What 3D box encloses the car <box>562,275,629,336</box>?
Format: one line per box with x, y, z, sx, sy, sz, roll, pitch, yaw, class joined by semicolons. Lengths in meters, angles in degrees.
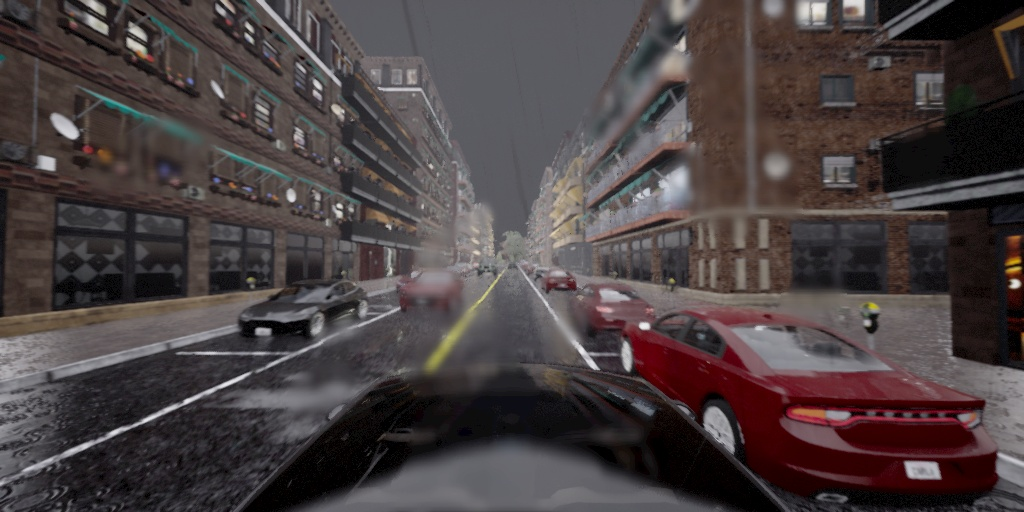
2.707;1.408;10.304;1.802;1.307;4.207;0;0;0;car

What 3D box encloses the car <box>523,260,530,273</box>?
2.784;1.547;44.270;1.967;1.591;4.097;0;0;0;car

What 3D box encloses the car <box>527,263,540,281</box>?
2.757;1.563;32.947;2.007;1.370;4.403;0;0;0;car

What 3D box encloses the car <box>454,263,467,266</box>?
-5.624;1.562;33.008;1.948;1.339;4.313;0;0;0;car

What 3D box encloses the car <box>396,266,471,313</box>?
-3.064;1.329;14.755;1.882;1.535;5.008;0;-1;0;car

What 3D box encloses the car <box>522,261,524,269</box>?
2.798;1.705;49.931;2.007;1.370;4.403;0;0;0;car

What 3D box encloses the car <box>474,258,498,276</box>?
-2.907;1.296;43.631;2.150;2.045;5.566;0;-1;0;car

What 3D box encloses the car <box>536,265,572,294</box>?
2.731;1.465;21.624;1.888;1.381;4.507;0;0;0;car

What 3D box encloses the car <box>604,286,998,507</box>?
2.764;1.325;4.642;1.888;1.381;4.507;0;0;0;car

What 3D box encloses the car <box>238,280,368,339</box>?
-5.679;1.375;10.366;1.948;1.339;4.313;0;0;0;car

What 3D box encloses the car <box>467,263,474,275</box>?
-5.610;1.483;38.670;1.967;1.591;4.097;0;0;0;car
